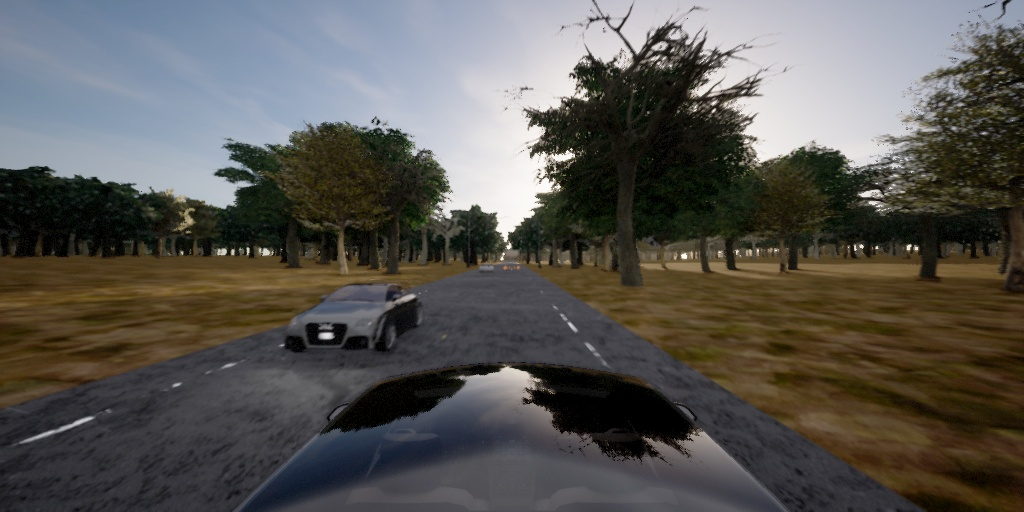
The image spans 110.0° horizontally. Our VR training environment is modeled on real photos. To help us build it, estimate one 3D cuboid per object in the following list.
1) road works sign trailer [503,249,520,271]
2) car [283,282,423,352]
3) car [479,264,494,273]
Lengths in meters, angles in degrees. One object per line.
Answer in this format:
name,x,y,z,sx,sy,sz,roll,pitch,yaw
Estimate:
road works sign trailer,0.003,0.630,58.108,2.380,3.560,2.880,0,0,0
car,-3.594,1.365,8.925,1.994,1.385,4.181,0,0,0
car,-3.540,1.704,50.035,1.895,1.301,4.718,0,0,1
